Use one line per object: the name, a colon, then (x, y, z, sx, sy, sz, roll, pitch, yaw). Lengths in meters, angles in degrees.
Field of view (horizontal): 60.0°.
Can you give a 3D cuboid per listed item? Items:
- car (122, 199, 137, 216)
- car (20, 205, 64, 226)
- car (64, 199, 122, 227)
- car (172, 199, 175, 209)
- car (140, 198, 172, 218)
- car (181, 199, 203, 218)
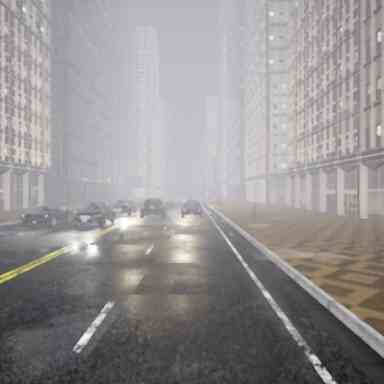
car: (-6.508, 1.438, 32.147, 2.128, 1.511, 4.902, 0, 0, 0)
car: (-9.757, 1.555, 22.798, 1.895, 1.301, 4.718, 0, 0, 0)
car: (-6.510, 1.449, 22.613, 2.128, 1.511, 4.902, 0, 0, 0)
car: (-3.205, 1.544, 43.693, 1.895, 1.301, 4.718, 0, 0, 1)
car: (-3.244, 1.300, 29.387, 2.097, 1.767, 4.553, 0, 0, 0)
car: (0.003, 1.548, 29.593, 1.895, 1.301, 4.718, 0, 0, 0)
